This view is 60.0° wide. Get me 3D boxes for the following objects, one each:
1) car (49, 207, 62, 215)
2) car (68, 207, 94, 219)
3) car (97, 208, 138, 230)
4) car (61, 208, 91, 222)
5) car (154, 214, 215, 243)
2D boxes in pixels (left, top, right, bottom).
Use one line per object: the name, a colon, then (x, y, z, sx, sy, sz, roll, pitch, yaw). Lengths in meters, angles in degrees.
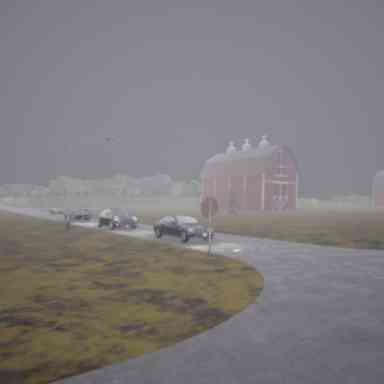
car: (-24.047, 3.375, 59.404, 2.033, 1.411, 5.357, 2, -3, -34)
car: (-15.810, 2.948, 47.226, 2.128, 1.511, 4.902, 2, -3, -34)
car: (-6.260, 2.151, 27.845, 2.097, 1.767, 4.553, 2, -3, -34)
car: (-13.175, 2.731, 38.080, 1.895, 1.301, 4.718, 2, -3, -34)
car: (-0.601, 2.052, 19.470, 1.812, 1.442, 4.674, 2, -3, -34)
